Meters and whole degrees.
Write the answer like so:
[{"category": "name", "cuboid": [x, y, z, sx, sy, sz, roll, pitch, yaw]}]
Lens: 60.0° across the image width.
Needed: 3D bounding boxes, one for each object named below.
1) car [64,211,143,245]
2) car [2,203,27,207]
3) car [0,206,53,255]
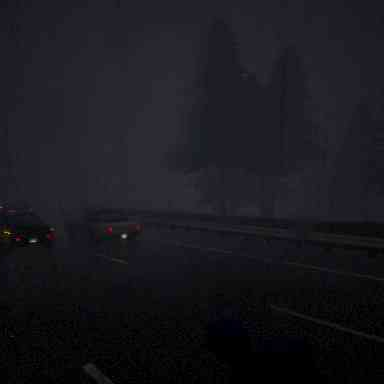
[{"category": "car", "cuboid": [-4.312, 1.560, 15.576, 1.895, 1.301, 4.718, -1, 1, -41]}, {"category": "car", "cuboid": [-14.297, 1.590, 26.977, 1.994, 1.385, 4.181, -1, 1, -41]}, {"category": "car", "cuboid": [-7.111, 1.536, 13.462, 1.812, 1.442, 4.674, -1, 1, -41]}]
